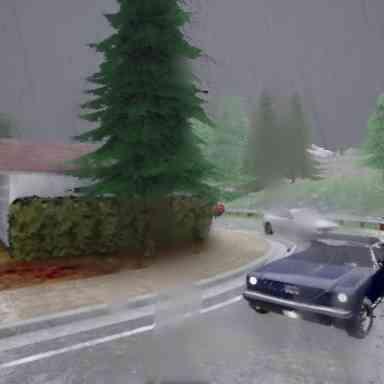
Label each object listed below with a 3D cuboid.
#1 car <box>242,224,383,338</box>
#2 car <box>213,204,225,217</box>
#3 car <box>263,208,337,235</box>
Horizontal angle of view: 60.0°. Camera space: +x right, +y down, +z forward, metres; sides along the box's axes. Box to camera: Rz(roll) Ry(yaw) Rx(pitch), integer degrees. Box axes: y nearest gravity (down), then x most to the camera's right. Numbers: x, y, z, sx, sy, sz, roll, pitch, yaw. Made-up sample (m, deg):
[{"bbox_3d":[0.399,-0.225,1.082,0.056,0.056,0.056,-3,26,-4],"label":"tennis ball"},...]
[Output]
[{"bbox_3d":[2.958,1.603,6.892,1.895,1.301,4.718,0,0,39],"label":"car"},{"bbox_3d":[0.696,1.244,30.819,2.150,2.045,5.566,0,0,-36],"label":"car"},{"bbox_3d":[5.289,1.538,16.656,1.812,1.442,4.674,0,0,-20],"label":"car"}]
